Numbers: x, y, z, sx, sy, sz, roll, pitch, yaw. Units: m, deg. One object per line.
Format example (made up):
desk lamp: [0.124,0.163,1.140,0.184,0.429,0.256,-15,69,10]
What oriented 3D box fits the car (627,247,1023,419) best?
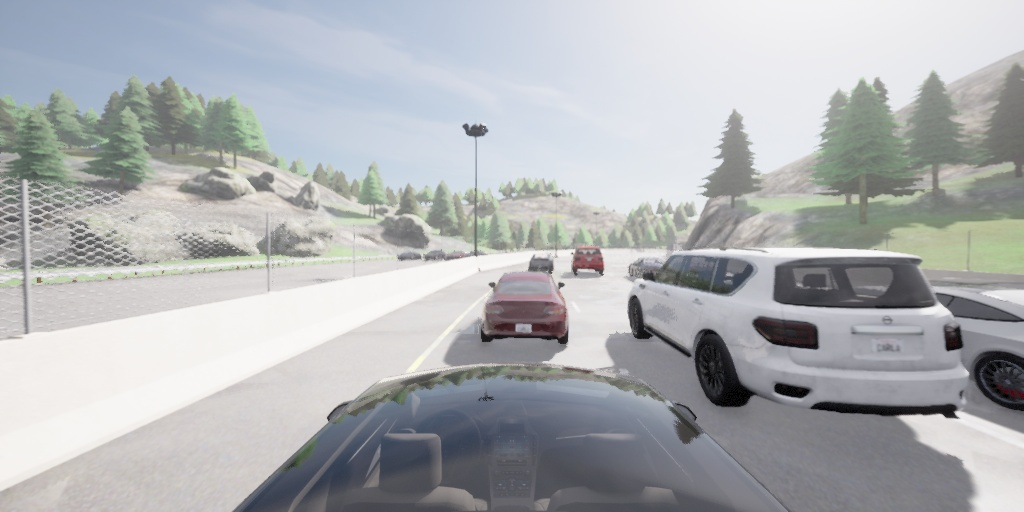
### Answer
car: [3.695,0.862,6.105,2.150,2.045,5.566,0,2,2]

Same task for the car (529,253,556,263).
car: [2.436,0.515,28.933,2.128,1.511,4.902,0,2,9]

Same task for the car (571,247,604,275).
car: [5.714,0.294,27.333,2.150,2.045,5.566,0,2,9]

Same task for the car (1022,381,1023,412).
car: [7.187,1.180,5.748,1.812,1.442,4.674,0,2,3]

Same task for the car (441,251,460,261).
car: [-7.700,-0.038,50.020,1.812,1.442,4.674,0,1,14]

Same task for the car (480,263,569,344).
car: [0.346,1.084,8.833,1.812,1.442,4.674,0,2,3]

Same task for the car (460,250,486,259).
car: [-4.773,0.018,47.312,1.837,1.490,4.892,0,2,14]

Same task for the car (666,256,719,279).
car: [12.465,0.743,25.148,1.895,1.301,4.718,0,2,8]

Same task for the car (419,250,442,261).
car: [-10.953,-0.101,51.437,1.837,1.490,4.892,0,1,15]

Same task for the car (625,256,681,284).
car: [8.528,0.760,22.254,2.033,1.411,5.357,0,2,8]

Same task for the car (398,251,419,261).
car: [-14.585,-0.047,51.328,1.994,1.385,4.181,0,2,14]
